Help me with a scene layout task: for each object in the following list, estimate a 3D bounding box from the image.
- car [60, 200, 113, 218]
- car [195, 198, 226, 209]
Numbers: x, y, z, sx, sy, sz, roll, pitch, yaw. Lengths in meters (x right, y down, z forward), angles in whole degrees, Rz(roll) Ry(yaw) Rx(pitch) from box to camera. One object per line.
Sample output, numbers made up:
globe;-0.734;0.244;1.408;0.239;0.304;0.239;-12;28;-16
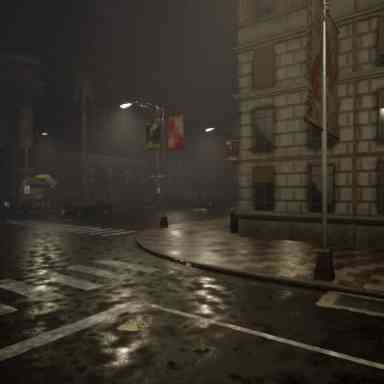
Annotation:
car;-9.352;1.491;29.753;2.128;1.511;4.902;0;0;36
car;2.656;1.547;46.091;2.033;1.411;5.357;0;0;38
